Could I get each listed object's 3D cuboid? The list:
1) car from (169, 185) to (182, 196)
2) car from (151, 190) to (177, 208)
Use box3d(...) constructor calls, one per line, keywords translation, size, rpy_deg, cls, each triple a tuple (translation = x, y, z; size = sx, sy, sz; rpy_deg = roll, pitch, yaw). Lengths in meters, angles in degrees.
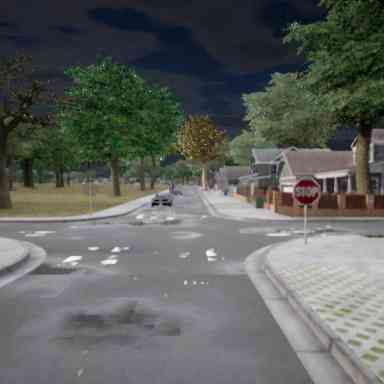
box3d(translation=(-2.744, -0.359, 56.335), size=(2.097, 1.767, 4.553), rpy_deg=(0, 2, 0), cls="car")
box3d(translation=(-2.746, 0.746, 31.484), size=(1.895, 1.301, 4.718), rpy_deg=(0, 2, 0), cls="car")
